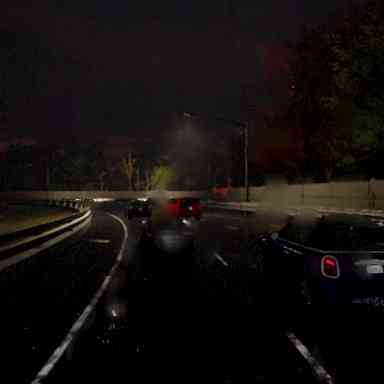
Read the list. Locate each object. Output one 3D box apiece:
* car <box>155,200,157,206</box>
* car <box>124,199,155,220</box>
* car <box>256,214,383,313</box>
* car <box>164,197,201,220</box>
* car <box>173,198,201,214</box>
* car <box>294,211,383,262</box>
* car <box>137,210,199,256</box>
[{"bbox_3d":[-8.348,2.071,68.296,1.994,1.385,4.181,0,0,-3],"label":"car"},{"bbox_3d":[-5.104,1.584,30.896,2.097,1.767,4.553,0,0,-17],"label":"car"},{"bbox_3d":[3.059,1.406,8.012,2.097,1.767,4.553,0,0,-5],"label":"car"},{"bbox_3d":[-0.883,1.435,29.155,2.150,2.045,5.566,0,0,-17],"label":"car"},{"bbox_3d":[-0.717,1.643,39.857,2.097,1.767,4.553,0,0,-18],"label":"car"},{"bbox_3d":[5.997,1.614,13.373,1.812,1.442,4.674,0,0,-8],"label":"car"},{"bbox_3d":[-1.128,1.666,13.740,1.994,1.385,4.181,0,0,-8],"label":"car"}]
